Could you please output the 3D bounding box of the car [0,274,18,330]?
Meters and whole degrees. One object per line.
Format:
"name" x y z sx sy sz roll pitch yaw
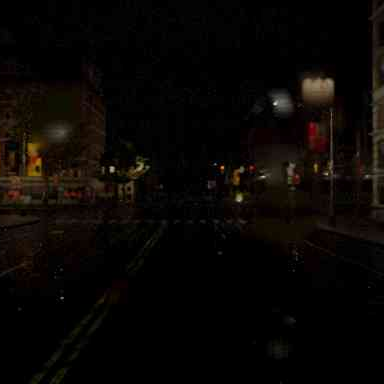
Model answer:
"car" -3.605 1.553 2.768 2.033 1.411 5.357 0 0 0

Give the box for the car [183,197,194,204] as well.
"car" -0.644 1.652 67.587 1.812 1.442 4.674 0 0 -1

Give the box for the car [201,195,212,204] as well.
"car" 2.856 1.482 67.625 2.097 1.767 4.553 0 0 -1
